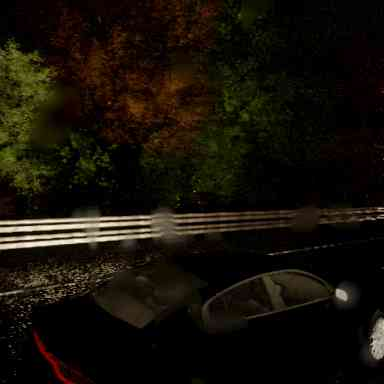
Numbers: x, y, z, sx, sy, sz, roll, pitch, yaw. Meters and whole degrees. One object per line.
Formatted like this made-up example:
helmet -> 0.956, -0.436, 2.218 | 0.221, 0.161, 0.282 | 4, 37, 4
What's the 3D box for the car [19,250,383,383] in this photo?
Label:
car -> 0.645, 1.502, 4.210 | 5.008, 1.535, 1.882 | 0, 0, -36
